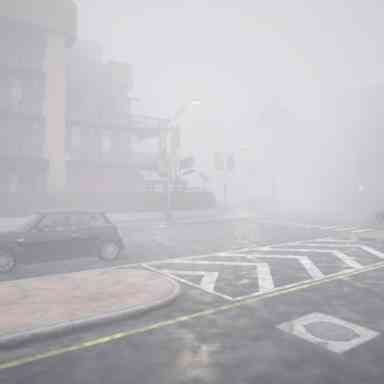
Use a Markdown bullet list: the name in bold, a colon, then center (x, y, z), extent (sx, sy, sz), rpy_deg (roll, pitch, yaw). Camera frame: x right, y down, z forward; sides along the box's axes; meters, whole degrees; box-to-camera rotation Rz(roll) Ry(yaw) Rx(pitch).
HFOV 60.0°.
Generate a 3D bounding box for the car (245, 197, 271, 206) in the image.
- **car**: center (10.832, 1.490, 54.818), extent (2.128, 1.511, 4.902), rpy_deg (0, 0, -35)

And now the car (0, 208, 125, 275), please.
- **car**: center (-4.546, 1.353, 10.569), extent (4.553, 1.767, 2.097), rpy_deg (0, 0, -35)

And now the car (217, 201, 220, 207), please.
- **car**: center (2.118, 1.491, 48.623), extent (2.128, 1.511, 4.902), rpy_deg (0, 0, -35)

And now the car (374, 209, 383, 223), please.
- **car**: center (15.390, 1.477, 23.462), extent (5.008, 1.535, 1.882), rpy_deg (0, -1, -12)
